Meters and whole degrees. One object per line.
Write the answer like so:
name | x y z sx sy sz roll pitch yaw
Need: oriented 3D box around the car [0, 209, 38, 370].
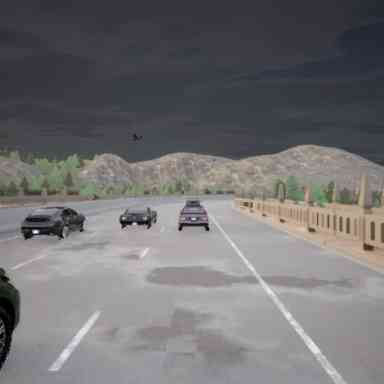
car | -3.400 1.221 2.149 2.150 2.045 5.566 0 0 0

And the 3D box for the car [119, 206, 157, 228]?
car | -3.399 1.602 21.994 1.895 1.301 4.718 0 0 0

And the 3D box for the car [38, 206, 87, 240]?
car | -6.899 1.505 17.095 1.837 1.490 4.892 0 0 0

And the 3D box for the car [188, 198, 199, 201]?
car | 0.219 1.507 42.625 1.837 1.490 4.892 0 0 2

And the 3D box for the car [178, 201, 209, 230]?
car | 0.102 1.548 21.070 2.033 1.411 5.357 0 0 0

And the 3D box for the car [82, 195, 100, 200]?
car | -18.802 1.139 62.209 1.812 1.442 4.674 0 0 12
